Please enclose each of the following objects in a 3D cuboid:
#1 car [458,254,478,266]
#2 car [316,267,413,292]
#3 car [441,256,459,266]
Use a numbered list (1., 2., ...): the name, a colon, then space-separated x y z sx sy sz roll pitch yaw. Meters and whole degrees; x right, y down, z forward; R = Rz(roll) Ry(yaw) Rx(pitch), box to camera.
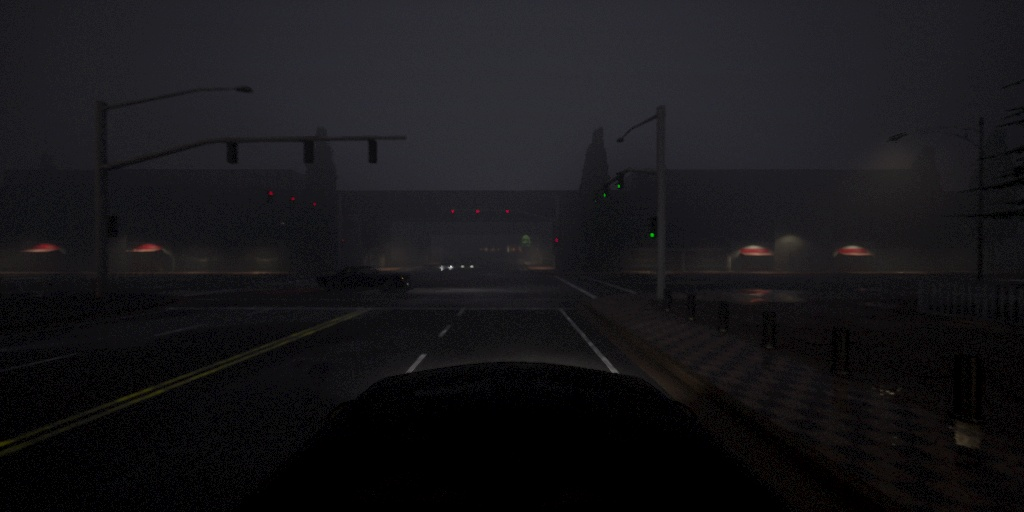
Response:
1. car: -7.552 0.857 62.343 1.882 1.535 5.008 0 0 1
2. car: -7.969 1.240 19.721 4.718 1.301 1.895 0 0 -1
3. car: -11.042 0.980 62.277 1.895 1.301 4.718 0 0 1
